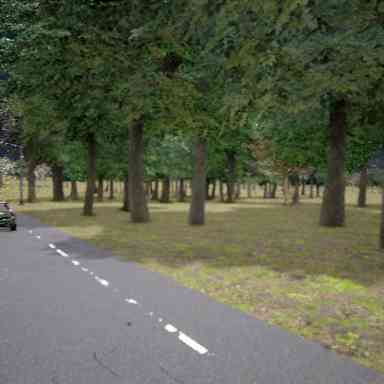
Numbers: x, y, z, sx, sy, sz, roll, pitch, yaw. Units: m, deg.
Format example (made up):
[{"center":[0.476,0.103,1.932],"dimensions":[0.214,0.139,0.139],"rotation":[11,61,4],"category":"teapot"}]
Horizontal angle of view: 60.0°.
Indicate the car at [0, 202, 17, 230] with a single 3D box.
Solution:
[{"center":[-12.090,1.383,20.382],"dimensions":[2.097,1.767,4.553],"rotation":[0,0,-33],"category":"car"}]
